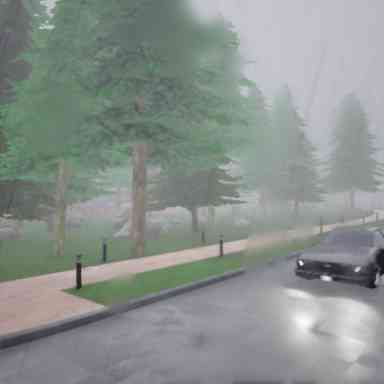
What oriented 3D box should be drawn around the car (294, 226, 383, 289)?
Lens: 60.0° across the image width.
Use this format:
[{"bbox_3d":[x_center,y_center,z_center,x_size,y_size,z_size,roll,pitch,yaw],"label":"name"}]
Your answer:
[{"bbox_3d":[5.048,1.761,10.153,2.033,1.411,5.357,-2,-2,42],"label":"car"}]
